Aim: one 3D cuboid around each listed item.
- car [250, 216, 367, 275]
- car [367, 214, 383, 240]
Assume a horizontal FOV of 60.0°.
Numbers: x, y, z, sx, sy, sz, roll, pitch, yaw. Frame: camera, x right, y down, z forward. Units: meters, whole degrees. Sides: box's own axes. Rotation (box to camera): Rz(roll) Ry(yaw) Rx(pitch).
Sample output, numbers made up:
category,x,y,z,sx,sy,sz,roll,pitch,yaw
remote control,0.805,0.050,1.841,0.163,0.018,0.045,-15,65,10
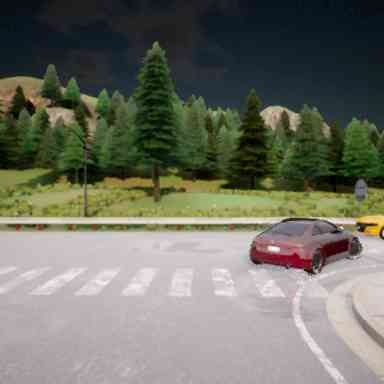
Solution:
category,x,y,z,sx,sy,sz,roll,pitch,yaw
car,3.650,1.506,10.456,1.994,1.385,4.181,0,0,45
car,10.258,1.392,15.470,5.008,1.535,1.882,0,0,1
